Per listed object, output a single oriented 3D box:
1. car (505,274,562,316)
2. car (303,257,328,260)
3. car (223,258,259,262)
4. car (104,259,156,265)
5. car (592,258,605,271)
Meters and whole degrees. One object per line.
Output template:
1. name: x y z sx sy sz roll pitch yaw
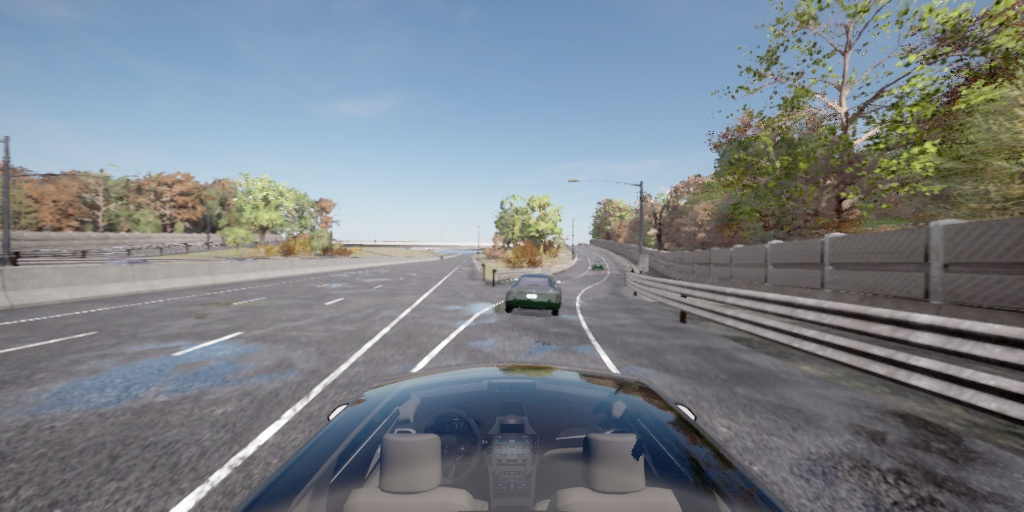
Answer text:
1. car: 0.962 1.409 14.129 1.994 1.385 4.181 2 -2 8
2. car: -27.496 0.990 51.449 1.837 1.490 4.892 1 0 -6
3. car: -25.467 0.988 33.147 2.128 1.511 4.902 1 0 -6
4. car: -32.160 0.977 29.972 2.033 1.411 5.357 1 0 -6
5. car: 15.165 1.574 62.965 2.097 1.767 4.553 1 2 14
